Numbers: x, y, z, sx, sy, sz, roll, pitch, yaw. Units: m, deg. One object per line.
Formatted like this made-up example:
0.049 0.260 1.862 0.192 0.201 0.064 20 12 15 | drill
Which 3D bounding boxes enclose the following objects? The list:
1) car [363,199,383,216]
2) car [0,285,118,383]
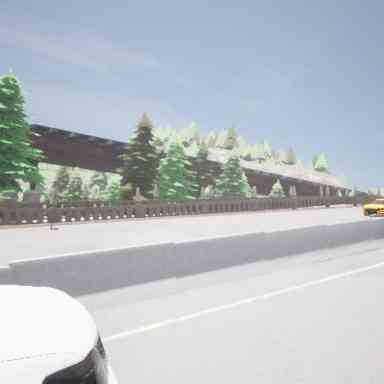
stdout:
16.774 1.320 28.804 5.008 1.535 1.882 0 0 -35 | car
-3.123 1.216 1.519 5.566 2.045 2.150 0 0 -35 | car
